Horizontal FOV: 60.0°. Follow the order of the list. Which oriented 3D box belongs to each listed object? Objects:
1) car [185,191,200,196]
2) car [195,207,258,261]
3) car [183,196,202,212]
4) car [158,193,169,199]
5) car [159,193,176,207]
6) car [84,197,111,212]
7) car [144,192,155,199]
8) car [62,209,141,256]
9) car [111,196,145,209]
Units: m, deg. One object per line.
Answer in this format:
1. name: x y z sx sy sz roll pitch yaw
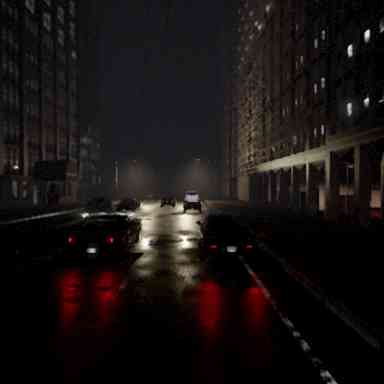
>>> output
1. car: 0.056 0.915 50.202 2.150 2.045 5.566 0 -1 0
2. car: 1.136 1.459 11.824 1.812 1.442 4.674 0 0 0
3. car: 0.040 1.397 35.078 1.895 1.301 4.718 0 0 0
4. car: -6.509 0.918 76.461 1.994 1.385 4.181 0 0 0
5. car: -3.155 1.285 44.512 2.033 1.411 5.357 0 0 0
6. car: -9.847 1.273 35.173 1.882 1.535 5.008 0 0 0
7. car: -9.759 0.721 76.489 2.097 1.767 4.553 0 0 0
8. car: -3.152 1.529 12.679 1.895 1.301 4.718 0 0 0
9. car: -6.600 1.344 34.963 2.033 1.411 5.357 0 0 0
